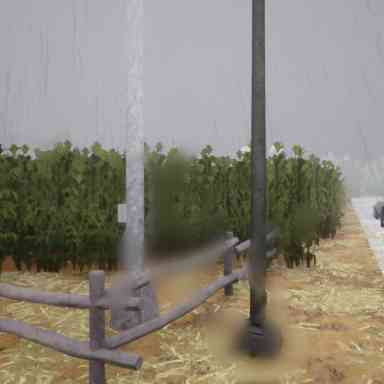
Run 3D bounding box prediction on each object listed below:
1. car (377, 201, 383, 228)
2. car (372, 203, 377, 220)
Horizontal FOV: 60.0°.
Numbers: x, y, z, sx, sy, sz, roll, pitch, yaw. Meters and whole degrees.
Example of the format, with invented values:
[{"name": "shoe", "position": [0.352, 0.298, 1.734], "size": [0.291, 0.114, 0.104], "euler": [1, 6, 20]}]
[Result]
[{"name": "car", "position": [12.249, 1.222, 19.092], "size": [2.150, 2.045, 5.566], "euler": [0, 0, 24]}, {"name": "car", "position": [16.445, 1.504, 28.073], "size": [1.837, 1.490, 4.892], "euler": [0, 0, 25]}]
